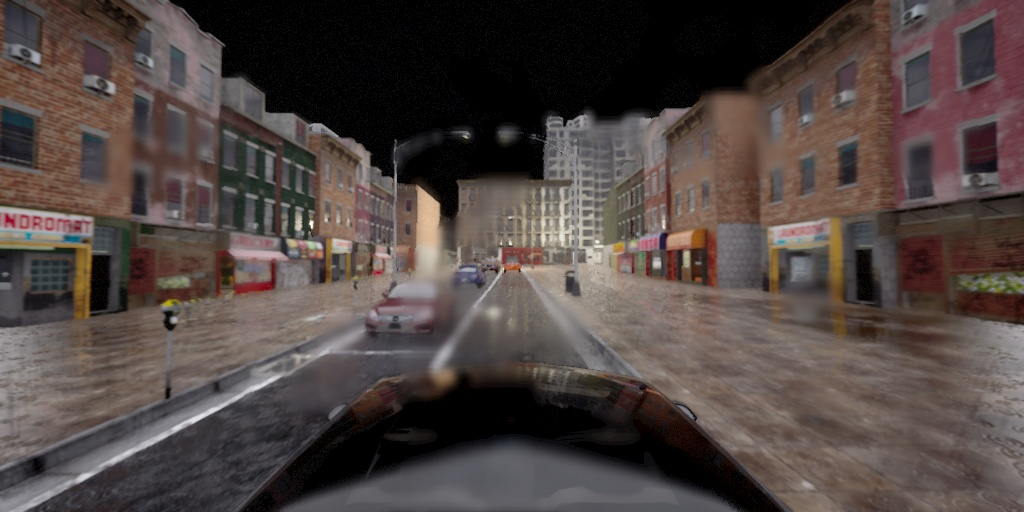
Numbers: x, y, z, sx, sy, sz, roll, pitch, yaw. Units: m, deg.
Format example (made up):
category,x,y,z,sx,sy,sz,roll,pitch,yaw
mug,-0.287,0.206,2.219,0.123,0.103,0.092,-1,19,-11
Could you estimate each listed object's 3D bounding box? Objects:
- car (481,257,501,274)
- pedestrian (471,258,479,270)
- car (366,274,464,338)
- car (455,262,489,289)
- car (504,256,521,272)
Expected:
category,x,y,z,sx,sy,sz,roll,pitch,yaw
car,-2.628,1.117,43.354,2.192,1.841,5.009,0,0,0
pedestrian,-2.745,1.069,26.373,0.375,1.860,0.375,-1,-1,0
car,-2.635,1.339,10.160,1.802,1.307,4.207,0,0,0
car,-2.746,1.297,23.515,1.812,1.442,4.674,0,0,0
car,0.073,1.158,46.113,2.097,1.767,4.553,0,0,0
